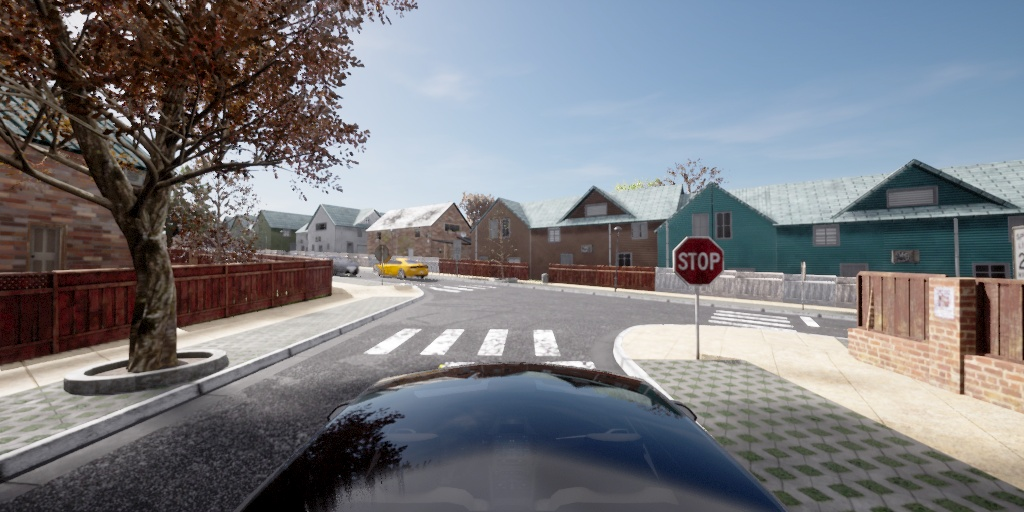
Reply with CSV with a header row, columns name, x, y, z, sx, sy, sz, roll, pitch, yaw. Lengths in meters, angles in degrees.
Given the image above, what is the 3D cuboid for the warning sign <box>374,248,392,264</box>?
name,x,y,z,sx,sy,sz,roll,pitch,yaw
warning sign,-11.363,0.456,32.301,1.060,1.860,1.300,0,0,34

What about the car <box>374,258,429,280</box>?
name,x,y,z,sx,sy,sz,roll,pitch,yaw
car,-8.521,0.923,27.347,5.008,1.535,1.882,2,0,36

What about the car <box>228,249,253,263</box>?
name,x,y,z,sx,sy,sz,roll,pitch,yaw
car,-29.573,0.154,38.102,4.674,1.442,1.812,2,0,34

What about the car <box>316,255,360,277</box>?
name,x,y,z,sx,sy,sz,roll,pitch,yaw
car,-13.646,0.728,27.388,4.902,1.511,2.128,2,0,34
